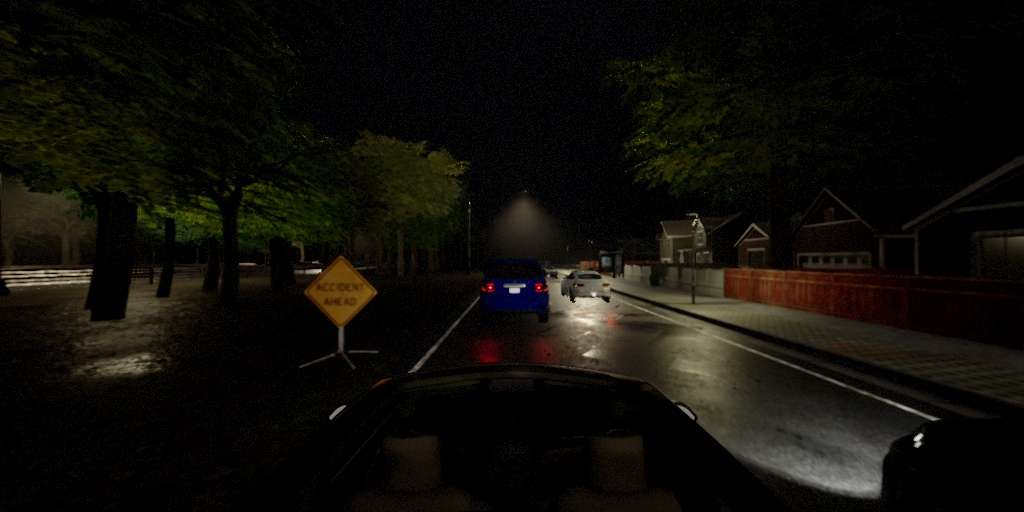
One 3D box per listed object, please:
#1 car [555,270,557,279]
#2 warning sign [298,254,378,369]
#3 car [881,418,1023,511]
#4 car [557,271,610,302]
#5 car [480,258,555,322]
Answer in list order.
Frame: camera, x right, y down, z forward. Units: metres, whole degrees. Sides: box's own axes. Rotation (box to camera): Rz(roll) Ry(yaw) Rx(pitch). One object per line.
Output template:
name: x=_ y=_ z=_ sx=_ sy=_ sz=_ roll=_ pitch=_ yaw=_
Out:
car: x=3.614 y=1.690 z=37.638 sx=1.895 sy=1.301 sz=4.718 roll=0 pitch=0 yaw=0
warning sign: x=-3.048 y=0.921 z=6.398 sx=1.300 sy=1.860 sz=1.060 roll=0 pitch=0 yaw=0
car: x=3.600 y=1.302 z=0.758 sx=1.994 sy=1.385 sz=4.181 roll=0 pitch=-1 yaw=0
car: x=3.598 y=1.453 z=18.001 sx=1.812 sy=1.442 sz=4.674 roll=0 pitch=0 yaw=0
car: x=0.090 y=1.101 z=13.016 sx=2.150 sy=2.045 sz=5.566 roll=0 pitch=0 yaw=0
